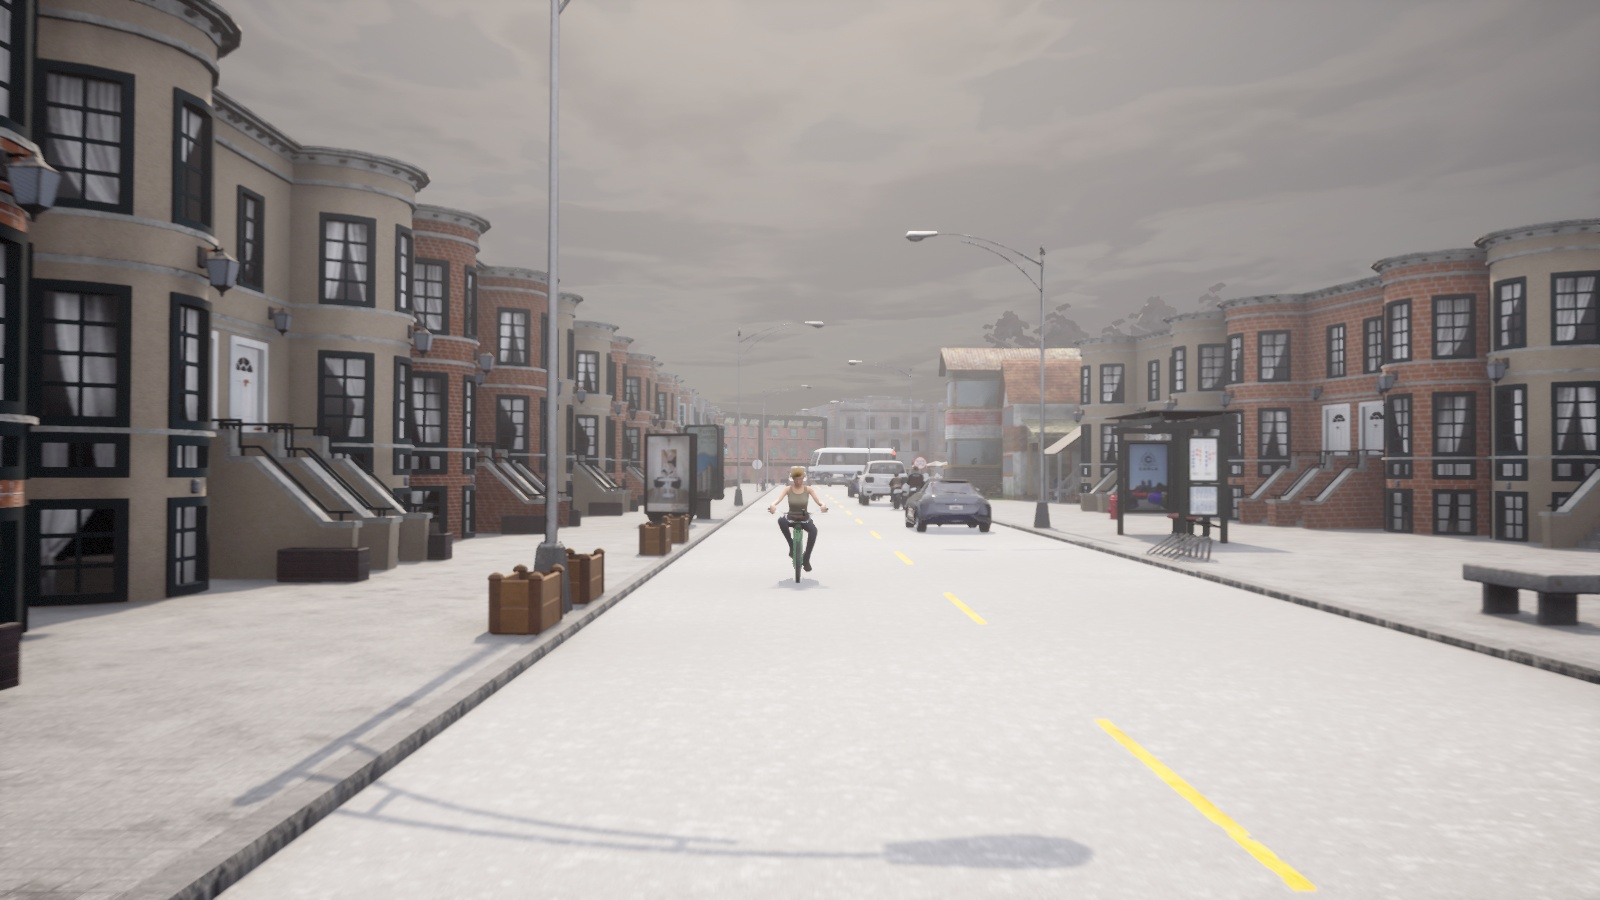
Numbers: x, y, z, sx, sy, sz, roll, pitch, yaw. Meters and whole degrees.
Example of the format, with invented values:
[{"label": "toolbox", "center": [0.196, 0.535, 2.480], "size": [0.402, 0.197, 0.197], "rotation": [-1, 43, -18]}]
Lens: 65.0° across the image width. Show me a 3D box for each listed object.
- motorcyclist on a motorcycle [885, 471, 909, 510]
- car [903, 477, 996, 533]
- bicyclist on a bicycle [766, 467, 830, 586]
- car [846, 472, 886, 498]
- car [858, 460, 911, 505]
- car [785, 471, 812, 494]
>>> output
[{"label": "motorcyclist on a motorcycle", "center": [3.946, 1.638, 51.214], "size": [0.797, 1.523, 2.044], "rotation": [0, -1, 0]}, {"label": "car", "center": [3.963, 1.431, 33.949], "size": [1.994, 1.385, 4.181], "rotation": [0, -1, 0]}, {"label": "bicyclist on a bicycle", "center": [-0.019, 1.050, 17.865], "size": [0.866, 1.612, 1.509], "rotation": [0, -1, 0]}, {"label": "car", "center": [3.920, 2.061, 75.417], "size": [2.163, 1.488, 4.792], "rotation": [0, -1, 0]}, {"label": "car", "center": [3.937, 1.511, 59.303], "size": [2.150, 2.045, 5.566], "rotation": [0, -1, 0]}, {"label": "car", "center": [-0.092, 2.255, 87.188], "size": [1.789, 1.549, 3.705], "rotation": [0, -1, 1]}]
